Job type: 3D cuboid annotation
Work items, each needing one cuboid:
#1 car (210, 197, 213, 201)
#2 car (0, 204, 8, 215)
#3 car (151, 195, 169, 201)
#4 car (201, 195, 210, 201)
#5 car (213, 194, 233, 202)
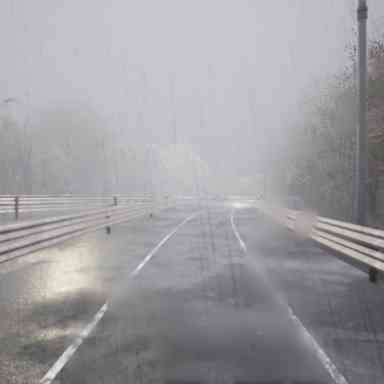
[{"bbox_3d":[7.241,1.435,87.506,2.150,2.045,5.566,0,-1,22],"label":"car"},{"bbox_3d":[-15.712,0.635,22.984,2.150,2.045,5.566,0,-1,23],"label":"car"},{"bbox_3d":[-6.124,1.350,64.187,1.882,1.535,5.008,0,-1,22],"label":"car"},{"bbox_3d":[3.993,1.697,88.817,1.837,1.490,4.892,0,-1,22],"label":"car"},{"bbox_3d":[7.415,1.663,78.721,2.033,1.411,5.357,0,-1,22],"label":"car"}]
